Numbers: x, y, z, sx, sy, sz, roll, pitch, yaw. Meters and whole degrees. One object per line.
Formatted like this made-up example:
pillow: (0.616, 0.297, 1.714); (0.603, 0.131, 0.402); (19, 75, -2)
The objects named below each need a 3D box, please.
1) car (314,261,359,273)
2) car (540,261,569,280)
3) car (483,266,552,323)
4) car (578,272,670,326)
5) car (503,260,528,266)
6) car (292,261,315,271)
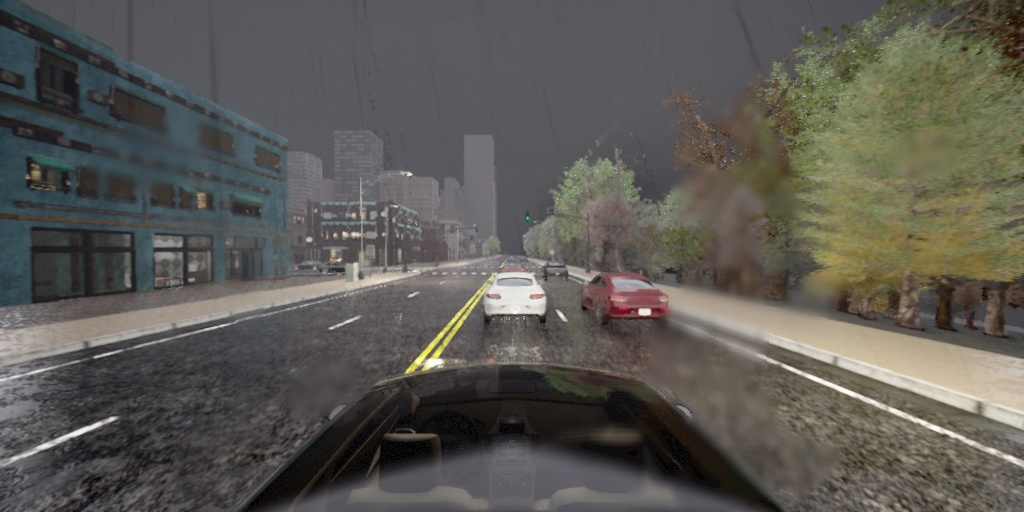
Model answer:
car: (-20.004, 1.371, 41.613); (4.313, 1.339, 1.948); (0, 0, 0)
car: (3.313, 1.103, 28.555); (2.128, 1.511, 4.902); (0, 0, 0)
car: (0.087, 1.224, 11.807); (1.812, 1.442, 4.674); (0, 0, 0)
car: (3.337, 1.225, 11.312); (1.812, 1.442, 4.674); (0, 0, 0)
car: (0.064, 1.215, 28.348); (1.895, 1.301, 4.718); (0, 0, 0)
car: (-28.350, 1.328, 50.113); (4.403, 1.370, 2.007); (0, 0, 0)
